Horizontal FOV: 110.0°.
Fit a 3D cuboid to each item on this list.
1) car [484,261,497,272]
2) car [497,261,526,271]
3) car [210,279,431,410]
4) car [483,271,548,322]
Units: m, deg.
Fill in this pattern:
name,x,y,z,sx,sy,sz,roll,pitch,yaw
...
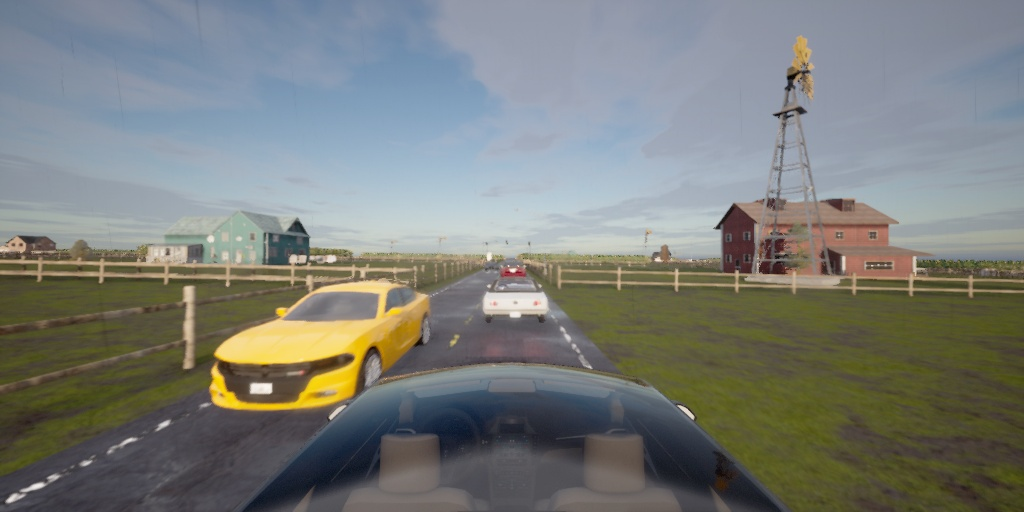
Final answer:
name,x,y,z,sx,sy,sz,roll,pitch,yaw
car,-2.812,1.455,50.559,1.994,1.385,4.181,0,0,0
car,0.106,1.180,29.825,2.097,1.767,4.553,0,0,0
car,-2.848,1.240,6.573,1.882,1.535,5.008,0,0,0
car,0.096,1.379,12.375,1.895,1.301,4.718,0,0,0
